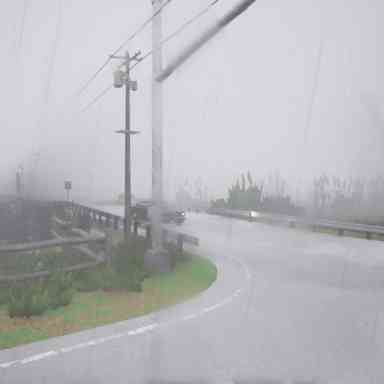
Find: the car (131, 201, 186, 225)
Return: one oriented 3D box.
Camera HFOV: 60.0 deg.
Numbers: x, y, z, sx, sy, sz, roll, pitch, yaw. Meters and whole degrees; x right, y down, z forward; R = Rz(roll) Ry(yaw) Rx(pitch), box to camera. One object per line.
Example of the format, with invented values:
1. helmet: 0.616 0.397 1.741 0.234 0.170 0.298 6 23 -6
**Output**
1. car: -2.258 1.244 20.431 1.895 1.301 4.718 0 3 -32
